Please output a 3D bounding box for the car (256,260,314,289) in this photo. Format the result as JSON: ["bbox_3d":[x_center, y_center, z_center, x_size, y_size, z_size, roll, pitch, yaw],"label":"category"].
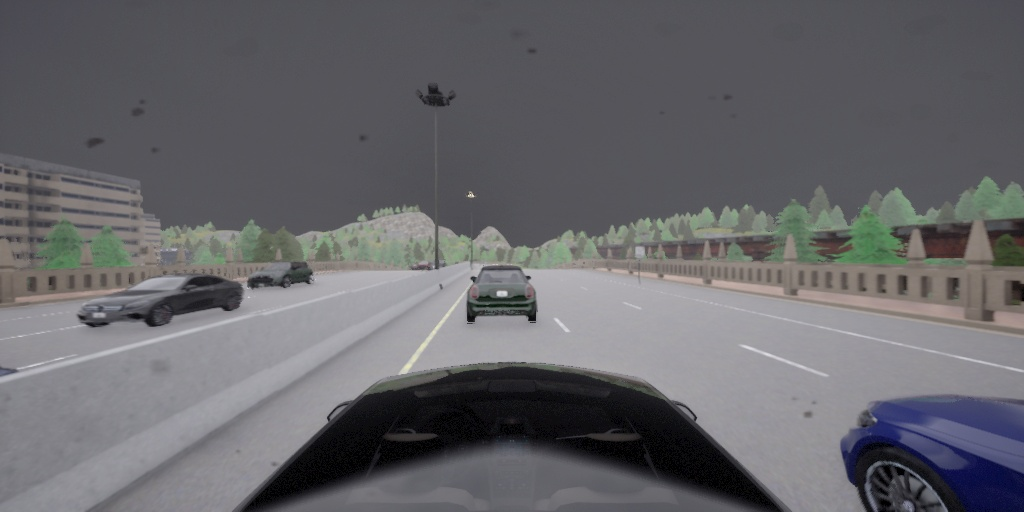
[{"bbox_3d":[-15.145,1.142,23.776,2.097,1.767,4.553,0,0,-3],"label":"car"}]

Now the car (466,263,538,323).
[{"bbox_3d":[-0.381,1.089,12.329,2.097,1.767,4.553,0,0,-3],"label":"car"}]

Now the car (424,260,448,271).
[{"bbox_3d":[-9.225,1.229,45.152,2.128,1.511,4.902,0,0,-3],"label":"car"}]

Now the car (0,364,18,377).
[{"bbox_3d":[-7.147,1.327,2.025,2.033,1.411,5.357,0,0,-1],"label":"car"}]

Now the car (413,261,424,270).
[{"bbox_3d":[-13.199,1.418,54.588,1.882,1.535,5.008,0,-2,-3],"label":"car"}]

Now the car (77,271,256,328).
[{"bbox_3d":[-11.021,1.312,11.799,1.812,1.442,4.674,0,0,-3],"label":"car"}]

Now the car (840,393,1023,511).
[{"bbox_3d":[3.464,1.263,0.800,1.812,1.442,4.674,0,0,0],"label":"car"}]
